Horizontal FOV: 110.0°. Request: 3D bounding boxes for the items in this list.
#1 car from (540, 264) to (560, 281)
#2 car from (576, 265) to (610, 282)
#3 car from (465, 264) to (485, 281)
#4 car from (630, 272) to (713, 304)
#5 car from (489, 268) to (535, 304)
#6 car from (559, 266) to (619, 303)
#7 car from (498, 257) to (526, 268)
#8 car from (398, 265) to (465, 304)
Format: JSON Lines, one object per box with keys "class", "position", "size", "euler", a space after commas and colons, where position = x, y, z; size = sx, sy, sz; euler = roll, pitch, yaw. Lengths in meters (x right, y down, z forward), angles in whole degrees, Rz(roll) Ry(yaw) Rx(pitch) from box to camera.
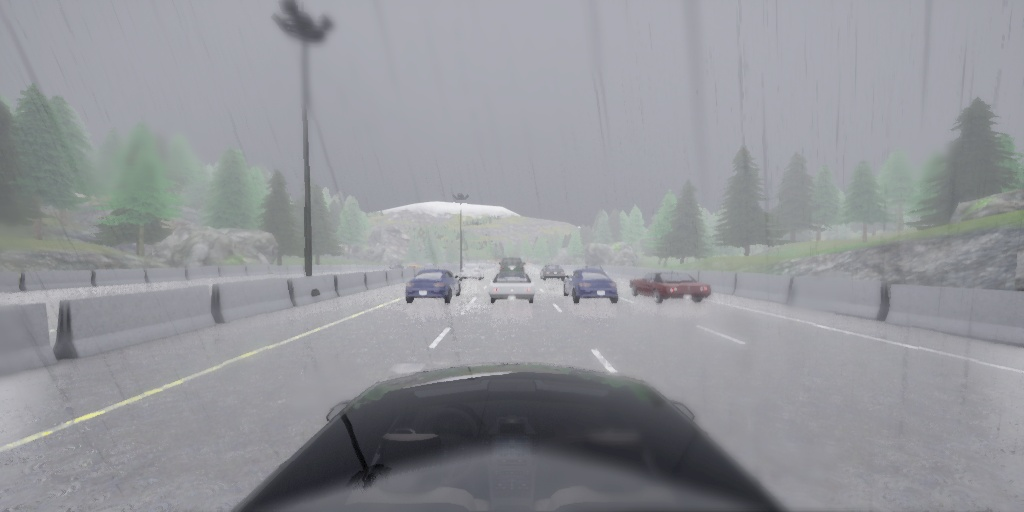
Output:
{"class": "car", "position": [3.500, 1.434, 31.409], "size": [2.033, 1.411, 5.357], "euler": [0, -1, 0]}
{"class": "car", "position": [7.000, 1.487, 31.438], "size": [1.895, 1.301, 4.718], "euler": [0, -1, 0]}
{"class": "car", "position": [-3.500, 1.404, 31.409], "size": [1.812, 1.442, 4.674], "euler": [0, -1, 0]}
{"class": "car", "position": [7.000, 1.379, 16.425], "size": [1.895, 1.301, 4.718], "euler": [0, 0, 0]}
{"class": "car", "position": [0.000, 1.379, 16.425], "size": [1.895, 1.301, 4.718], "euler": [0, 0, 0]}
{"class": "car", "position": [3.500, 1.296, 16.396], "size": [1.812, 1.442, 4.674], "euler": [0, 0, 0]}
{"class": "car", "position": [0.000, 1.129, 31.439], "size": [2.150, 2.045, 5.566], "euler": [0, -1, 0]}
{"class": "car", "position": [-3.500, 1.296, 16.396], "size": [1.812, 1.442, 4.674], "euler": [0, 0, 0]}
